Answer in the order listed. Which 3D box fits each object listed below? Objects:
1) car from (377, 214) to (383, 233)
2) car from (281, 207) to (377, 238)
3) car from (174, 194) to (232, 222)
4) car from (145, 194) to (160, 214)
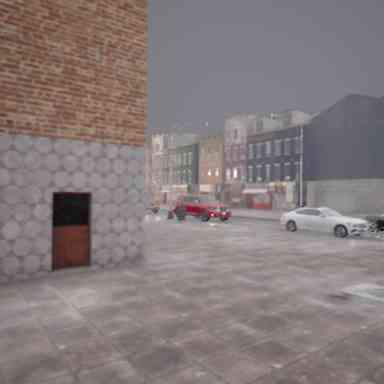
[{"bbox_3d":[11.119,1.544,17.019,2.128,1.511,4.902,1,-1,-29],"label":"car"},{"bbox_3d":[6.969,1.535,17.897,1.812,1.442,4.674,1,0,-37],"label":"car"},{"bbox_3d":[0.739,1.216,26.528,2.150,2.045,5.566,1,-1,-36],"label":"car"},{"bbox_3d":[-5.527,1.206,35.278,2.150,2.045,5.566,1,-1,-36],"label":"car"}]
